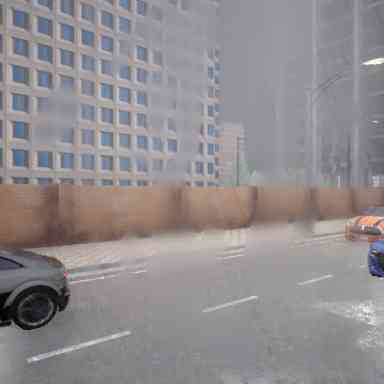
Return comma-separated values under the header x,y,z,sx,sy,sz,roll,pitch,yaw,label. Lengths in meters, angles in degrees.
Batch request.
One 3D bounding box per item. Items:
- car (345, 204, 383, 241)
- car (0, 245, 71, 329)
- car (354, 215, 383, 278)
x,y,z,sx,sy,sz,roll,pitch,yaw,label
8.983,1.352,15.229,4.553,1.767,2.097,0,0,-37,car
-4.225,1.563,5.441,4.181,1.385,1.994,0,0,-33,car
6.702,1.477,9.108,5.008,1.535,1.882,0,0,-37,car
